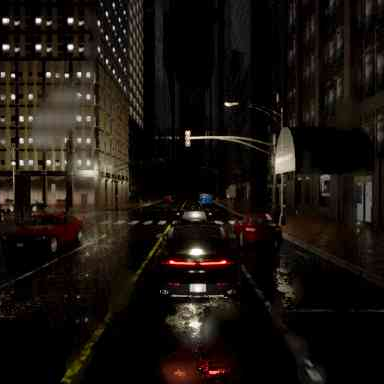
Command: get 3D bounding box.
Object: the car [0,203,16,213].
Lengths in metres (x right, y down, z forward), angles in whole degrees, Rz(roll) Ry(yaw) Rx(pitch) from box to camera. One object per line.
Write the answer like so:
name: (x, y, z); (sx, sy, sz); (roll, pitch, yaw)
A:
car: (-18.568, 1.306, 28.824); (5.009, 1.841, 2.192); (0, 0, 1)

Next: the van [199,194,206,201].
van: (2.809, 1.307, 86.907); (1.690, 1.788, 3.998); (0, 0, 0)

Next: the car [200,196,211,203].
car: (2.785, 1.529, 69.817); (2.008, 1.369, 4.403); (0, 0, 0)

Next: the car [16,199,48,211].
car: (-18.469, 1.496, 37.206); (4.403, 1.369, 2.008); (0, 0, 1)

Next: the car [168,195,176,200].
car: (-5.562, 1.527, 92.617); (1.947, 1.339, 4.313); (0, 0, 0)

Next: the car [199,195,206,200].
car: (2.818, 1.543, 92.604); (1.802, 1.307, 4.206); (0, 0, 0)

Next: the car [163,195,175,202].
car: (-5.587, 1.519, 75.526); (1.887, 1.381, 4.507); (0, 0, 0)

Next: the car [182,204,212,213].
car: (0.125, 1.560, 17.354); (1.994, 1.385, 4.181); (0, 0, 0)

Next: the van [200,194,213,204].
van: (2.768, 1.324, 58.424); (1.690, 1.788, 3.998); (0, 0, 0)

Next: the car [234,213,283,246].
car: (2.835, 1.579, 14.831); (1.802, 1.307, 4.206); (0, 0, 0)

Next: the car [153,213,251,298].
car: (0.111, 1.503, 8.478); (1.837, 1.490, 4.892); (0, 0, 0)

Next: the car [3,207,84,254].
car: (-5.806, 1.542, 13.466); (1.887, 1.381, 4.507); (0, 0, 0)
